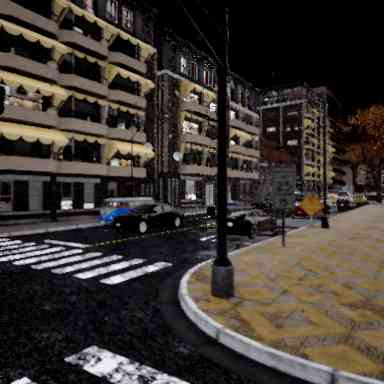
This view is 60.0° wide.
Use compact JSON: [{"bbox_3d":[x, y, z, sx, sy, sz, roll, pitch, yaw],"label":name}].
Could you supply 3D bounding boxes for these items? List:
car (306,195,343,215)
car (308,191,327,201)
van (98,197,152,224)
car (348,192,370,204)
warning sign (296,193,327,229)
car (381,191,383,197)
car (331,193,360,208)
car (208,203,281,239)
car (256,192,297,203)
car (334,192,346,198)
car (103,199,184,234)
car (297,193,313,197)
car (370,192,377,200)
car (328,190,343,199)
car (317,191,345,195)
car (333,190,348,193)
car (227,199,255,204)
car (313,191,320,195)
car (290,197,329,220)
[{"bbox_3d":[12.164,1.272,30.632,2.008,1.369,4.403,1,1,34],"label":"car"},{"bbox_3d":[23.878,0.687,63.029,2.192,1.841,5.009,1,1,34],"label":"car"},{"bbox_3d":[-4.117,1.261,21.452,1.690,1.788,3.998,1,1,34],"label":"van"},{"bbox_3d":[24.701,1.001,49.253,1.752,1.417,4.829,1,1,34],"label":"car"},{"bbox_3d":[6.432,0.985,17.911,1.300,1.860,1.060,-1,-1,34],"label":"warning sign"},{"bbox_3d":[37.048,0.790,67.590,2.008,1.369,4.403,1,1,34],"label":"car"},{"bbox_3d":[18.385,1.150,39.872,2.008,1.369,4.403,1,1,34],"label":"car"},{"bbox_3d":[2.833,1.472,16.775,1.947,1.339,4.313,1,1,34],"label":"car"},{"bbox_3d":[9.475,0.908,37.004,2.150,2.045,5.566,0,1,34],"label":"car"},{"bbox_3d":[36.318,0.679,81.512,1.887,1.381,4.507,1,1,34],"label":"car"},{"bbox_3d":[-2.450,1.402,19.318,1.882,1.535,5.008,0,1,34],"label":"car"},{"bbox_3d":[17.655,1.057,53.794,1.947,1.339,4.313,1,1,34],"label":"car"},{"bbox_3d":[33.938,0.849,62.972,2.008,1.369,4.403,1,1,34],"label":"car"},{"bbox_3d":[33.209,0.508,76.888,2.192,1.841,5.009,1,1,34],"label":"car"},{"bbox_3d":[19.081,1.025,45.576,1.882,1.535,5.008,0,1,34],"label":"car"},{"bbox_3d":[24.735,0.790,53.962,2.097,1.767,4.553,0,1,33],"label":"car"},{"bbox_3d":[3.222,1.413,27.739,1.895,1.301,4.718,0,1,34],"label":"car"},{"bbox_3d":[20.671,0.959,58.271,1.752,1.417,4.829,1,1,34],"label":"car"},{"bbox_3d":[9.053,1.327,26.012,1.887,1.381,4.507,1,1,34],"label":"car"}]
